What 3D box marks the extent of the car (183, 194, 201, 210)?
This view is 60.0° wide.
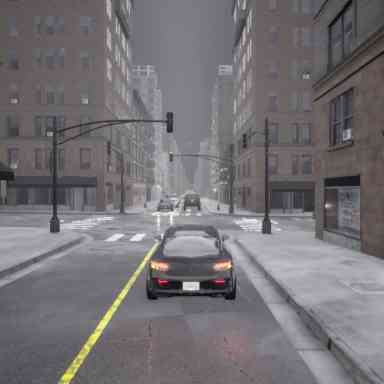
[{"bbox_3d":[0.011,1.278,44.366,2.150,2.045,5.566,0,0,0],"label":"car"}]

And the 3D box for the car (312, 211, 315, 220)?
[{"bbox_3d":[12.298,1.720,26.889,5.008,1.535,1.882,1,0,-1],"label":"car"}]

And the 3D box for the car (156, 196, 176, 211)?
[{"bbox_3d":[-3.202,1.555,40.889,1.837,1.490,4.892,0,0,-2],"label":"car"}]

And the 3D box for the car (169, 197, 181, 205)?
[{"bbox_3d":[-3.188,1.642,63.921,2.033,1.411,5.357,0,0,0],"label":"car"}]

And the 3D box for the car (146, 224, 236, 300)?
[{"bbox_3d":[-0.012,1.527,8.280,1.812,1.442,4.674,0,0,0],"label":"car"}]

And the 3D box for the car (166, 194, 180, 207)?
[{"bbox_3d":[-3.204,1.292,51.457,2.150,2.045,5.566,0,0,0],"label":"car"}]
